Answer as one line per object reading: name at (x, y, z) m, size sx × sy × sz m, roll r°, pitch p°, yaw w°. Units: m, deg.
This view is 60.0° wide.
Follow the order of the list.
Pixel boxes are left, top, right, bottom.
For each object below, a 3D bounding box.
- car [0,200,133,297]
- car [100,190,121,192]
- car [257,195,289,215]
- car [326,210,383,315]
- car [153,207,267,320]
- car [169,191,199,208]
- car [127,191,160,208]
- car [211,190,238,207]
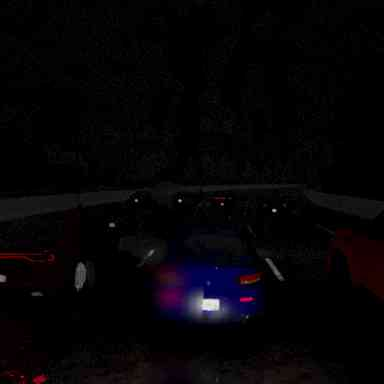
car at (-3.047, 1.202, 8.024) m, size 1.882 × 1.535 × 5.008 m, roll 0°, pitch 2°, yaw 4°
car at (-10.989, -0.051, 47.704) m, size 2.033 × 1.411 × 5.357 m, roll 1°, pitch 2°, yaw 15°
car at (5.663, 0.825, 23.701) m, size 1.895 × 1.301 × 4.718 m, roll 0°, pitch 2°, yaw 9°
car at (3.727, 1.077, 4.489) m, size 2.150 × 2.045 × 5.566 m, roll 0°, pitch 2°, yaw 3°
car at (0.381, 1.295, 6.846) m, size 1.812 × 1.442 × 4.674 m, roll 0°, pitch 2°, yaw 4°
car at (-0.621, 0.616, 28.564) m, size 1.994 × 1.385 × 4.181 m, roll 0°, pitch 2°, yaw 10°
car at (-4.140, 0.604, 28.743) m, size 1.994 × 1.385 × 4.181 m, roll 0°, pitch 2°, yaw 10°
car at (2.640, 0.606, 26.896) m, size 2.128 × 1.511 × 4.902 m, roll 0°, pitch 2°, yaw 9°
